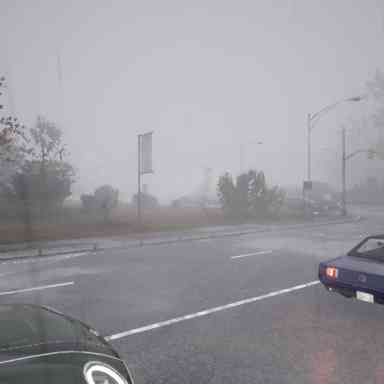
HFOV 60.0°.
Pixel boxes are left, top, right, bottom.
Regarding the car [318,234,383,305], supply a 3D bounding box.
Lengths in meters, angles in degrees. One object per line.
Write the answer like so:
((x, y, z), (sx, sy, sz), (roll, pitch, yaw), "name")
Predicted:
((4.906, 1.573, 7.230), (4.718, 1.301, 1.895), (0, 0, -35), "car")

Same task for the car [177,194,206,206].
((-0.568, 1.300, 51.089), (1.837, 1.490, 4.892), (-1, 0, -39), "car")

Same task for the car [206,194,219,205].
((2.308, 1.117, 53.095), (2.097, 1.767, 4.553), (-1, 0, -39), "car")

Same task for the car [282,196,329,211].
((11.698, 1.291, 35.704), (1.837, 1.490, 4.892), (-1, 0, -38), "car")

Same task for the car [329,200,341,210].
((14.419, 1.247, 37.937), (2.128, 1.511, 4.902), (-1, 0, -39), "car")

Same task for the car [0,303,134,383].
((-2.567, 1.352, 1.893), (4.553, 1.767, 2.097), (0, 0, -36), "car")
